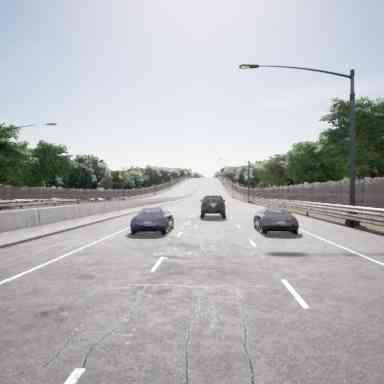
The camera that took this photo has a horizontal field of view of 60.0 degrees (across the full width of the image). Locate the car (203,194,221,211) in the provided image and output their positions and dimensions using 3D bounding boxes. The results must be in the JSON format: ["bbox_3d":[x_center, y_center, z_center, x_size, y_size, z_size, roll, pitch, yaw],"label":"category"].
[{"bbox_3d":[2.602,1.316,42.834,2.150,2.045,5.566,0,0,3],"label":"car"}]

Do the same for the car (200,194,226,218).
[{"bbox_3d":[1.934,1.271,30.806,2.150,2.045,5.566,0,0,3],"label":"car"}]

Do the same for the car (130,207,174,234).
[{"bbox_3d":[-2.220,1.582,19.319,1.994,1.385,4.181,0,0,3],"label":"car"}]

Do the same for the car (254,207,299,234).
[{"bbox_3d":[4.795,1.583,19.410,1.994,1.385,4.181,0,0,3],"label":"car"}]
